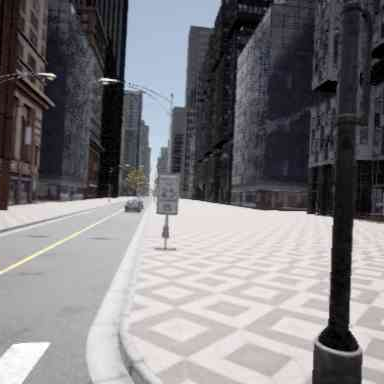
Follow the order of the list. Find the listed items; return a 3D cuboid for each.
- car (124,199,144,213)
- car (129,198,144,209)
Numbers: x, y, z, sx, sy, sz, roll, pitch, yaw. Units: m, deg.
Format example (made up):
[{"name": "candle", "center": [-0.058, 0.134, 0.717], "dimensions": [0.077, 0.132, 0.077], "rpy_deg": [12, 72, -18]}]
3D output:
[{"name": "car", "center": [-7.314, 1.710, 41.335], "dimensions": [2.128, 1.511, 4.902], "rpy_deg": [3, -1, -6]}, {"name": "car", "center": [-8.533, 1.761, 51.331], "dimensions": [1.882, 1.535, 5.008], "rpy_deg": [3, -1, -7]}]
